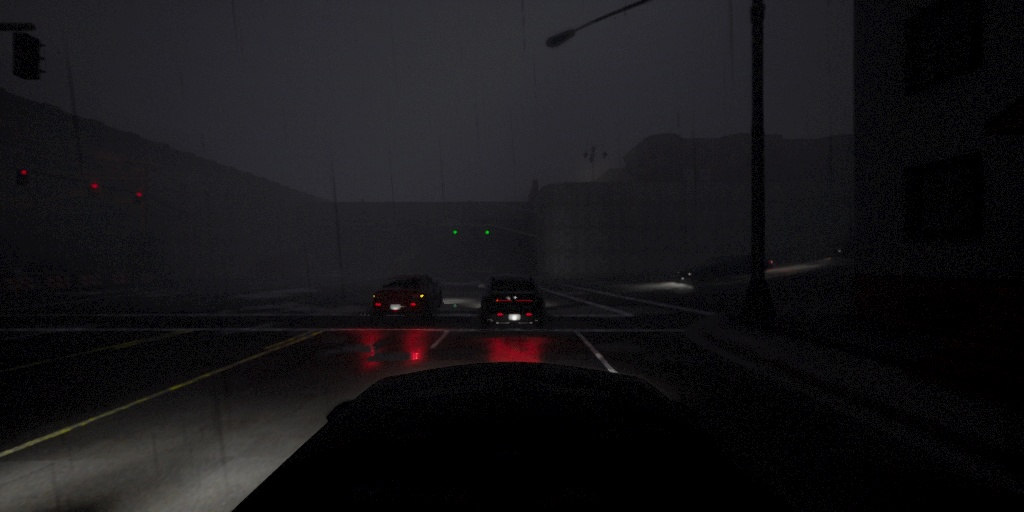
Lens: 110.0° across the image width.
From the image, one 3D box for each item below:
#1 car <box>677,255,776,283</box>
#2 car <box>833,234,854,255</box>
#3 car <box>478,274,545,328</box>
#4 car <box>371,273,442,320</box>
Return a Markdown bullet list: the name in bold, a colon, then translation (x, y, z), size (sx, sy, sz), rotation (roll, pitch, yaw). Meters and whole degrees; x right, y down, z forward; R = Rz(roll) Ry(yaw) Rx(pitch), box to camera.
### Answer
- **car**: translation (13.132, 0.682, 22.168), size (5.357, 1.411, 2.033), rotation (-7, 0, 0)
- **car**: translation (22.629, -1.139, 22.241), size (4.902, 1.511, 2.128), rotation (-13, 0, 0)
- **car**: translation (-0.053, 1.333, 11.761), size (1.837, 1.490, 4.892), rotation (0, 0, -3)
- **car**: translation (-3.652, 1.338, 12.968), size (1.812, 1.442, 4.674), rotation (0, 0, -4)
